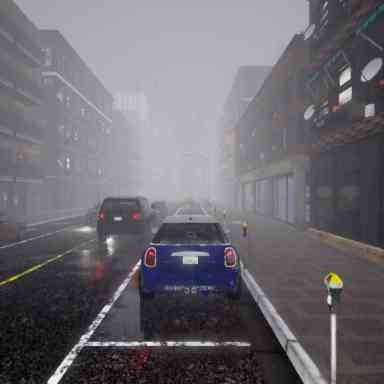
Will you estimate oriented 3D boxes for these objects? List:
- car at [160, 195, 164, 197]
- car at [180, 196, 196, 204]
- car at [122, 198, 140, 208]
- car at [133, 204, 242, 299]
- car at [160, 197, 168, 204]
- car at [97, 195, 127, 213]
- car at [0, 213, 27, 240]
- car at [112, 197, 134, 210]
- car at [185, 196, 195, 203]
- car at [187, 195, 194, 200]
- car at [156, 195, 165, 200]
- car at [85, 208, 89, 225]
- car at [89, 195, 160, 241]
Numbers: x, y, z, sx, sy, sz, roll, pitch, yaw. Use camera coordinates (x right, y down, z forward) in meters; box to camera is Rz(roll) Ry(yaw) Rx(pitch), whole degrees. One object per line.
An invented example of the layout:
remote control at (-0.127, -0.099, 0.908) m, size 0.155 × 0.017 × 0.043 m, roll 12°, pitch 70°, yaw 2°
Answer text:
car at (-8.834, 1.541, 87.882) m, size 2.008 × 1.369 × 4.403 m, roll 0°, pitch 0°, yaw 0°
car at (-0.454, 1.525, 37.323) m, size 1.752 × 1.417 × 4.829 m, roll 0°, pitch 0°, yaw 0°
car at (-8.834, 1.543, 48.430) m, size 1.887 × 1.381 × 4.507 m, roll 0°, pitch 0°, yaw 0°
car at (-0.032, 1.353, 8.619) m, size 2.097 × 1.767 × 4.553 m, roll 0°, pitch 0°, yaw 0°
car at (-3.055, 1.525, 31.386) m, size 1.812 × 1.442 × 4.674 m, roll 0°, pitch 0°, yaw 0°
car at (-8.833, 1.314, 37.157) m, size 2.192 × 1.841 × 5.009 m, roll 0°, pitch 0°, yaw 0°
car at (-8.835, 1.583, 14.612) m, size 1.802 × 1.307 × 4.206 m, roll 0°, pitch 0°, yaw 0°
car at (-8.834, 1.439, 42.793) m, size 1.967 × 1.590 × 4.097 m, roll 0°, pitch 0°, yaw 0°
car at (-0.453, 1.545, 70.970) m, size 2.008 × 1.369 × 4.403 m, roll 0°, pitch 0°, yaw 0°
car at (-0.452, 1.513, 93.685) m, size 1.752 × 1.417 × 4.829 m, roll 0°, pitch 0°, yaw 0°
car at (-8.834, 1.539, 93.519) m, size 2.008 × 1.369 × 4.403 m, roll 0°, pitch 0°, yaw 0°
car at (-6.244, 1.505, 24.072) m, size 1.837 × 1.490 × 4.892 m, roll 0°, pitch 0°, yaw 0°
car at (-3.146, 1.224, 16.840) m, size 2.150 × 2.045 × 5.566 m, roll 0°, pitch 0°, yaw 0°
